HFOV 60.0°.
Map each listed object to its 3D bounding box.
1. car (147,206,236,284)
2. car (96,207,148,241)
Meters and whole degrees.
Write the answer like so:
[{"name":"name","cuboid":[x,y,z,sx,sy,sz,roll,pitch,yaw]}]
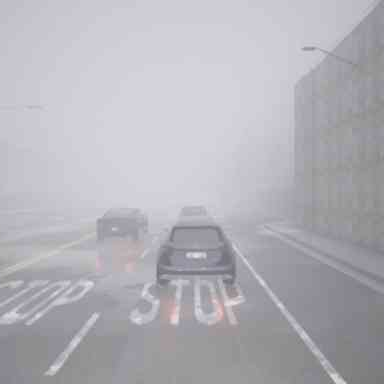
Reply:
[{"name":"car","cuboid":[0.099,1.452,9.611,2.033,1.649,4.856,0,0,0]},{"name":"car","cuboid":[-3.402,1.514,17.026,1.882,1.535,5.008,0,-1,0]}]
